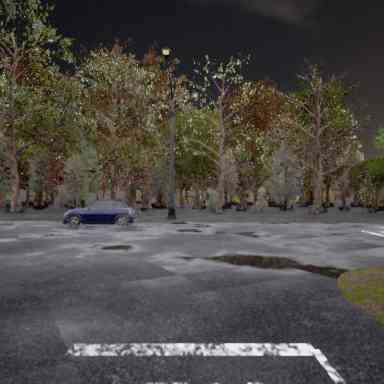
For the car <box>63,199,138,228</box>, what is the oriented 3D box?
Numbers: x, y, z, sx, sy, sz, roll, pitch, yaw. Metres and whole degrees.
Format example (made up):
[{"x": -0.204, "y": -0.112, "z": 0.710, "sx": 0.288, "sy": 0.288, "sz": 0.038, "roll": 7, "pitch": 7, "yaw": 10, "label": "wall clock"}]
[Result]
[{"x": -5.841, "y": 1.304, "z": 21.440, "sx": 4.553, "sy": 1.767, "sz": 2.097, "roll": 0, "pitch": 0, "yaw": 0, "label": "car"}]
